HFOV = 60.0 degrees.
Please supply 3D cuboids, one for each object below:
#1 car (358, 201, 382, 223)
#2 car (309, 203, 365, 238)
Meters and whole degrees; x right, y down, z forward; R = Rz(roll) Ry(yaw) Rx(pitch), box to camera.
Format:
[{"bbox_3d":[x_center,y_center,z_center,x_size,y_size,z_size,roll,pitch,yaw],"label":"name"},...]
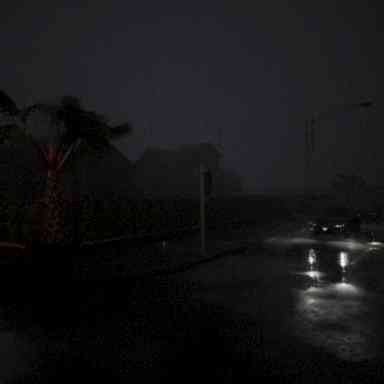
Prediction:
[{"bbox_3d":[13.779,1.519,26.345,1.882,1.535,5.008,-1,0,36],"label":"car"},{"bbox_3d":[7.821,1.547,18.048,1.837,1.490,4.892,-1,0,36],"label":"car"}]
